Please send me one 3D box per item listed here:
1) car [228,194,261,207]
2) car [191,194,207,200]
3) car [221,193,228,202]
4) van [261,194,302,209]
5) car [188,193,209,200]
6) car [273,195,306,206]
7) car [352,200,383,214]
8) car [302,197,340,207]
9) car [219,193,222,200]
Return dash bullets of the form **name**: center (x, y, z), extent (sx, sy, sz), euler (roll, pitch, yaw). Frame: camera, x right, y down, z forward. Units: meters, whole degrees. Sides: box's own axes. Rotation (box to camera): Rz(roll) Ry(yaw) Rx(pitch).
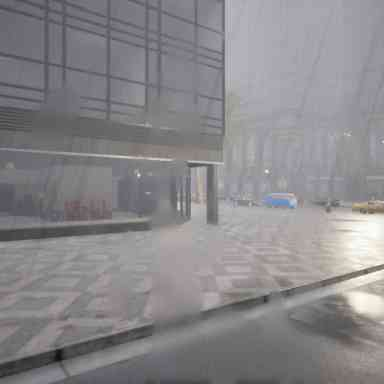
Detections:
- **car**: center (7.303, 1.230, 44.047), extent (2.008, 1.369, 4.403), euler (1, 0, -35)
- **car**: center (0.927, 1.051, 53.095), extent (1.752, 1.417, 4.829), euler (1, 0, -35)
- **car**: center (7.793, 1.073, 58.151), extent (2.008, 1.369, 4.403), euler (1, 0, -35)
- **van**: center (10.541, 1.090, 39.455), extent (1.690, 1.788, 3.998), euler (1, 0, -35)
- **car**: center (1.320, 0.910, 67.333), extent (2.008, 1.369, 4.403), euler (1, 0, -35)
- **car**: center (14.267, 1.223, 48.966), extent (1.887, 1.381, 4.507), euler (1, 0, -35)
- **car**: center (17.112, 1.398, 30.129), extent (1.752, 1.417, 4.829), euler (1, 0, -35)
- **car**: center (17.502, 1.315, 44.375), extent (1.947, 1.339, 4.313), euler (1, 0, -35)
- **car**: center (4.558, 0.880, 62.742), extent (1.967, 1.590, 4.097), euler (1, 0, -35)
